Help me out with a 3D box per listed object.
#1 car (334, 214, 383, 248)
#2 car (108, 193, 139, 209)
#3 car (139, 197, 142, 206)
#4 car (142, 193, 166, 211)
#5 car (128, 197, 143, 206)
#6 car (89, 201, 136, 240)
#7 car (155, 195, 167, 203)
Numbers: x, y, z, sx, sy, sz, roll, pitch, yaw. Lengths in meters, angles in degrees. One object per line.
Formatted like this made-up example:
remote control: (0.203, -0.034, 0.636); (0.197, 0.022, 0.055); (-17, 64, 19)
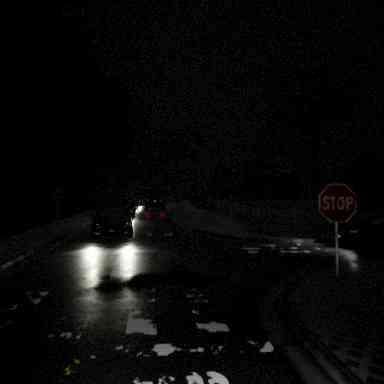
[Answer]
car: (8.838, 1.709, 14.954); (4.674, 1.442, 1.812); (1, -3, -4)
car: (-6.206, 1.127, 29.978); (2.150, 2.045, 5.566); (0, 0, -7)
car: (-7.758, 1.391, 42.288); (1.837, 1.490, 4.892); (0, 0, -7)
car: (-4.534, 1.122, 39.988); (2.150, 2.045, 5.566); (0, 0, -7)
car: (-8.963, 1.499, 53.303); (1.895, 1.301, 4.718); (0, 0, -4)
car: (-4.195, 1.434, 17.085); (1.882, 1.535, 5.008); (0, 0, -15)
car: (-6.404, 1.438, 68.494); (1.882, 1.535, 5.008); (0, 0, 2)
